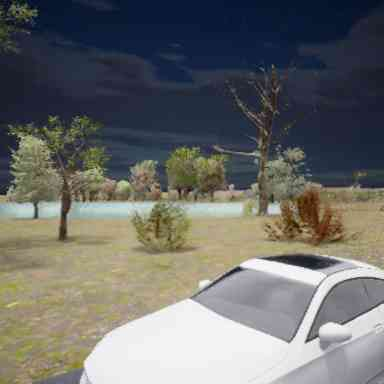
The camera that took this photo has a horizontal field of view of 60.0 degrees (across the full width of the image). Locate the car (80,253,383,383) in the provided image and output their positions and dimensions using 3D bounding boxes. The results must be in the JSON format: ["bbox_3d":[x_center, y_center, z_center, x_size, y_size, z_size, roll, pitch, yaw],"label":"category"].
[{"bbox_3d":[1.136,1.531,3.870,4.674,1.442,1.812,0,0,-35],"label":"car"}]
